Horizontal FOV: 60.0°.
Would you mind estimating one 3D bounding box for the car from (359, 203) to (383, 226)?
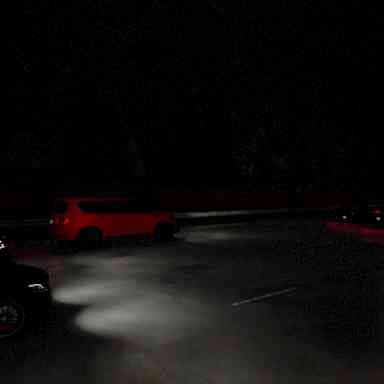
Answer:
[{"bbox_3d":[13.653,1.481,22.273,4.902,1.511,2.128,0,0,-36],"label":"car"}]

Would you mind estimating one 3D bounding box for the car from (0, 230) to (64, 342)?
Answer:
[{"bbox_3d":[-4.560,1.526,4.790,4.674,1.442,1.812,0,0,-36],"label":"car"}]

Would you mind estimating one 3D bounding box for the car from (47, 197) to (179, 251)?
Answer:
[{"bbox_3d":[-3.248,1.220,14.355,5.566,2.045,2.150,0,0,-36],"label":"car"}]

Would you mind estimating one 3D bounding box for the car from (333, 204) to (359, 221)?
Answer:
[{"bbox_3d":[13.265,1.592,26.316,4.718,1.301,1.895,0,0,-36],"label":"car"}]
